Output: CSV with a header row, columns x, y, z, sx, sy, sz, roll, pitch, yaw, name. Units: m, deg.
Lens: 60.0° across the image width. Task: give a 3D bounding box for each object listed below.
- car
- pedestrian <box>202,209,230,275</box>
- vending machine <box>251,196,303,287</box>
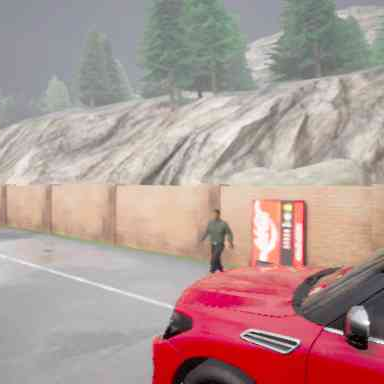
x,y,z,sx,sy,sz,roll,pitch,yaw,name
2.266,1.238,2.335,5.566,2.045,2.150,1,1,36,car
0.564,1.257,7.761,0.375,1.860,0.375,1,0,37,pedestrian
2.187,1.175,8.501,0.880,2.100,1.100,1,0,37,vending machine
